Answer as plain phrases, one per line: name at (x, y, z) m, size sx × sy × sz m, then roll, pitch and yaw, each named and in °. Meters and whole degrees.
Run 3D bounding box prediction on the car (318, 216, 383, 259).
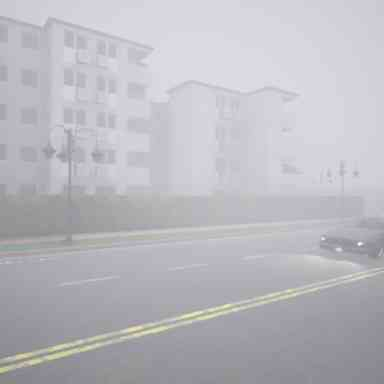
car at (7.356, 1.662, 13.248) m, size 5.357 × 1.411 × 2.033 m, roll 1°, pitch 0°, yaw -35°
